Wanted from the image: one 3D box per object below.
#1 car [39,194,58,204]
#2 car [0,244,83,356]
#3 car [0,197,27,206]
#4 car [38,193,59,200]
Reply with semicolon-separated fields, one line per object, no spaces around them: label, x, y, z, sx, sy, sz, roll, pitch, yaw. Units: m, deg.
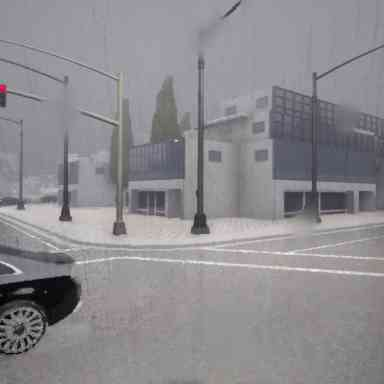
car;-26.598;1.444;63.521;1.837;1.490;4.892;0;0;16
car;-4.007;1.481;4.414;4.902;1.511;2.128;0;0;-37
car;-27.714;1.474;51.192;1.994;1.385;4.181;0;0;37
car;-37.486;1.272;86.668;4.553;1.767;2.097;0;0;6
